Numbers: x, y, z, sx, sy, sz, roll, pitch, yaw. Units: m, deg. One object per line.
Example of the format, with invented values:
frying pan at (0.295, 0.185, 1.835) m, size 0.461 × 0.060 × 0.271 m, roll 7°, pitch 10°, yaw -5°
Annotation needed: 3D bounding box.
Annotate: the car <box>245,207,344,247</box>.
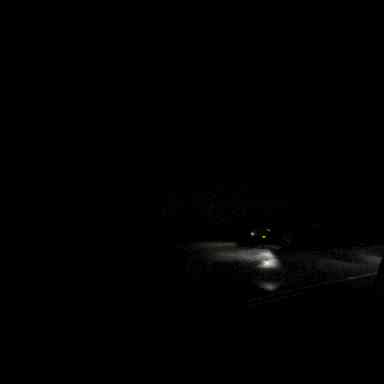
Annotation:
car at (4.588, 1.455, 14.696) m, size 4.892 × 1.490 × 1.837 m, roll 0°, pitch 0°, yaw -29°
